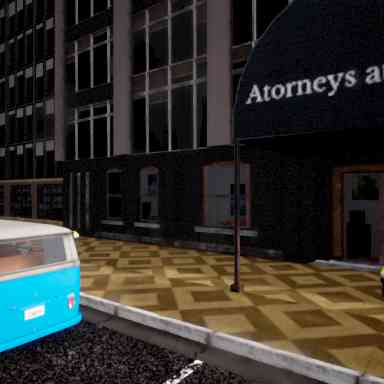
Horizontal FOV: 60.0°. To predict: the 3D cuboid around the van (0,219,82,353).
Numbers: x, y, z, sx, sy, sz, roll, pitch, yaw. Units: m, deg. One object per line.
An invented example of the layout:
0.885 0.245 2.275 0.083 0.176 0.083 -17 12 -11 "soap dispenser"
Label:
-3.561 1.341 5.438 3.998 1.788 1.690 0 0 36 "van"
